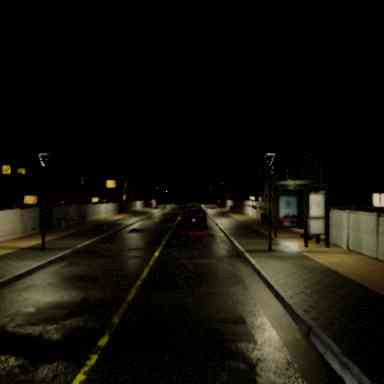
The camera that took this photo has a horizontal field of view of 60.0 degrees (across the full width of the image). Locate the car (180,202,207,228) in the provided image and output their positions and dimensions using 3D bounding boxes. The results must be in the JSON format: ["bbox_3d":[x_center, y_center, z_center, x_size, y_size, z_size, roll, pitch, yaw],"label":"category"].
[{"bbox_3d":[0.121,1.756,24.542,1.882,1.535,5.008,0,-1,0],"label":"car"}]

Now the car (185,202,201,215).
[{"bbox_3d":[0.132,2.052,42.157,1.812,1.442,4.674,0,-1,0],"label":"car"}]
